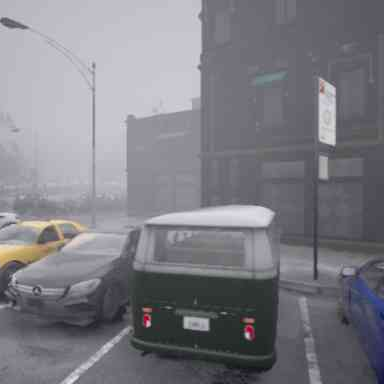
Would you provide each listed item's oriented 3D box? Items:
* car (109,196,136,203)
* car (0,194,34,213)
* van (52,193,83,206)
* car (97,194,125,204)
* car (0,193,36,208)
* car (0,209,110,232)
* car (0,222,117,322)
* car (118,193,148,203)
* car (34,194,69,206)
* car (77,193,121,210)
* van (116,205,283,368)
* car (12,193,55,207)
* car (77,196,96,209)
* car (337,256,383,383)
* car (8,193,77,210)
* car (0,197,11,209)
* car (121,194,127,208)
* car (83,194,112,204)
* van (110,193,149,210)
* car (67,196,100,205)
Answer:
[{"bbox_3d":[-13.487,1.450,64.637,4.792,1.488,2.163,-1,-1,14],"label":"car"},{"bbox_3d":[-9.195,1.207,12.742,2.435,2.045,5.566,0,-1,15],"label":"car"},{"bbox_3d":[-20.398,1.192,54.654,4.442,1.987,1.878,-1,0,14],"label":"van"},{"bbox_3d":[-15.181,1.294,62.133,4.553,1.767,2.185,-1,0,14],"label":"car"},{"bbox_3d":[-25.386,1.161,47.112,5.566,2.045,2.435,-1,0,14],"label":"car"},{"bbox_3d":[-4.344,1.464,9.052,1.946,1.575,5.366,1,-1,15],"label":"car"},{"bbox_3d":[-1.843,1.515,7.492,2.002,1.452,4.674,1,-1,15],"label":"car"},{"bbox_3d":[-11.857,1.170,67.159,5.566,2.045,2.435,-1,0,14],"label":"car"},{"bbox_3d":[-22.005,1.290,52.140,4.553,1.767,2.185,-1,-1,14],"label":"car"},{"bbox_3d":[-11.435,1.188,37.485,5.566,2.045,2.435,1,1,14],"label":"car"},{"bbox_3d":[0.627,1.256,5.862,1.878,1.987,4.442,0,-1,15],"label":"van"},{"bbox_3d":[-23.639,1.162,49.625,5.566,2.045,2.435,-1,-1,14],"label":"car"},{"bbox_3d":[-13.092,1.468,35.025,4.792,1.488,2.163,1,1,14],"label":"car"},{"bbox_3d":[3.036,1.486,3.996,2.097,1.535,5.008,0,-1,16],"label":"car"},{"bbox_3d":[-14.690,1.186,32.584,5.566,2.045,2.435,1,0,14],"label":"car"},{"bbox_3d":[-27.074,1.440,44.603,4.792,1.488,2.163,-1,0,14],"label":"car"},{"bbox_3d":[-9.778,1.190,39.937,5.566,2.045,2.435,1,1,14],"label":"car"},{"bbox_3d":[-16.869,1.293,59.617,4.553,1.767,2.185,-1,0,14],"label":"car"},{"bbox_3d":[-7.981,1.219,42.365,4.442,1.987,1.878,1,0,14],"label":"van"},{"bbox_3d":[-18.596,1.419,57.139,4.892,1.521,2.231,-1,-1,14],"label":"car"}]
